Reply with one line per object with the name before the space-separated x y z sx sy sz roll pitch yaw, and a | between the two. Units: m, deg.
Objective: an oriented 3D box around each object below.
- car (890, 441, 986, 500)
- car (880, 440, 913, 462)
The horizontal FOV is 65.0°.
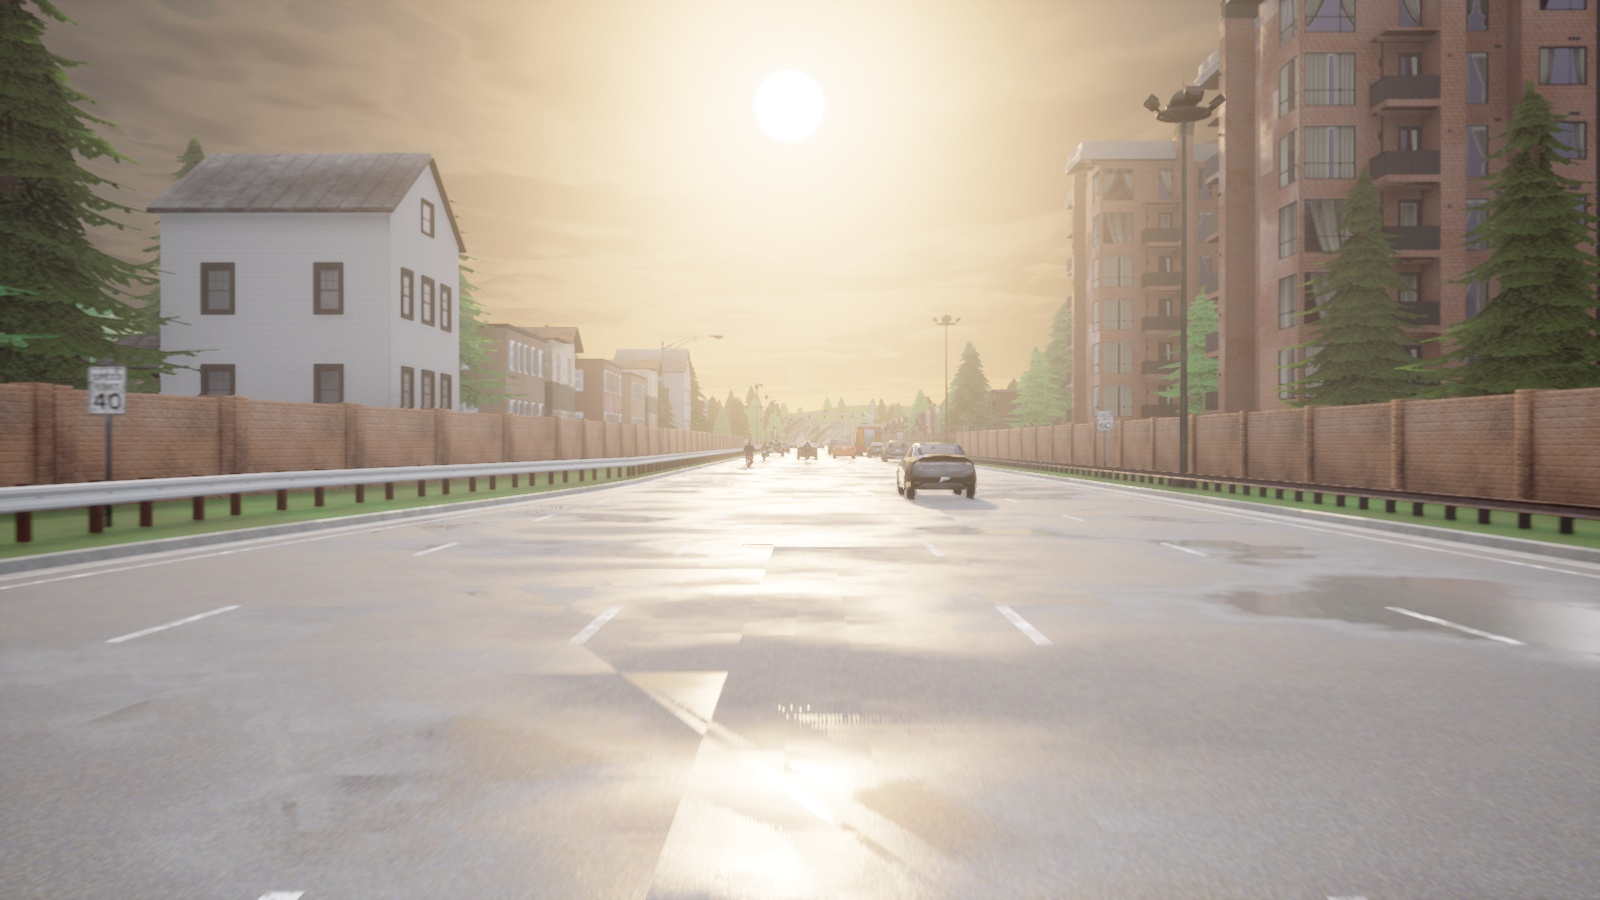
car | 3.712 0.510 34.642 2.128 1.511 4.902 0 0 0
car | 7.577 0.039 98.778 2.242 1.667 4.611 0 0 0
